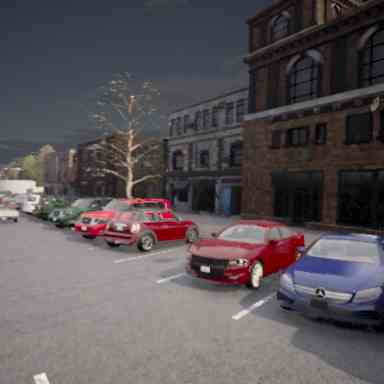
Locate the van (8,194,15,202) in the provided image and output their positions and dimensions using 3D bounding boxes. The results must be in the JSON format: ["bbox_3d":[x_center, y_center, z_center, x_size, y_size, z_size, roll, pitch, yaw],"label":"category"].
[{"bbox_3d":[-20.264,1.415,42.120,1.878,1.987,4.442,1,-1,35],"label":"van"}]

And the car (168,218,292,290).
[{"bbox_3d":[1.789,1.622,9.882,2.097,1.535,5.008,1,-1,36],"label":"car"}]

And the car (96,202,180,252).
[{"bbox_3d":[-1.607,1.499,14.851,2.185,1.767,4.553,0,-1,36],"label":"car"}]

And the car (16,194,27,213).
[{"bbox_3d":[-13.402,1.387,32.298,2.435,2.045,5.566,0,-1,36],"label":"car"}]

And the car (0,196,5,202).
[{"bbox_3d":[-22.807,1.563,37.734,1.882,1.535,5.008,1,-1,-34],"label":"car"}]

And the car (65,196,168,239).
[{"bbox_3d":[-3.279,1.375,17.337,2.435,2.045,5.566,1,-1,36],"label":"car"}]

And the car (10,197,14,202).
[{"bbox_3d":[-18.489,1.673,39.753,2.163,1.488,4.792,0,-1,36],"label":"car"}]

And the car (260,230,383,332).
[{"bbox_3d":[3.478,1.657,7.372,2.002,1.452,4.674,1,-1,36],"label":"car"}]

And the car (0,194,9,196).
[{"bbox_3d":[-27.113,1.520,52.105,2.185,1.767,4.553,0,-1,34],"label":"car"}]

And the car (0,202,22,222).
[{"bbox_3d":[-15.117,1.678,26.469,1.895,1.301,4.718,1,-1,-34],"label":"car"}]

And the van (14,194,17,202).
[{"bbox_3d":[-16.864,1.412,37.146,1.878,1.987,4.442,1,-1,36],"label":"van"}]

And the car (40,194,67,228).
[{"bbox_3d":[-6.661,1.378,22.311,2.435,2.045,5.566,1,-1,36],"label":"car"}]

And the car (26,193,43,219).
[{"bbox_3d":[-10.021,1.383,27.332,2.435,2.045,5.566,0,-1,36],"label":"car"}]

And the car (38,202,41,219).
[{"bbox_3d":[-8.362,1.661,24.791,2.163,1.488,4.792,1,-1,36],"label":"car"}]

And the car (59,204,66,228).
[{"bbox_3d":[-4.979,1.658,19.821,2.163,1.488,4.792,1,-1,36],"label":"car"}]

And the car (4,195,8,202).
[{"bbox_3d":[-21.810,1.647,44.851,1.946,1.575,5.366,0,-1,35],"label":"car"}]
